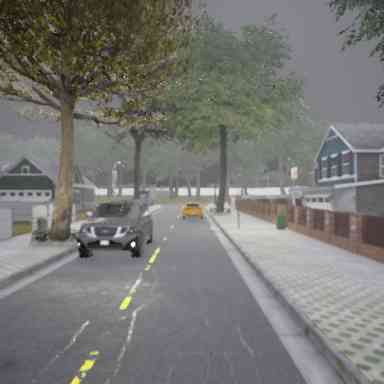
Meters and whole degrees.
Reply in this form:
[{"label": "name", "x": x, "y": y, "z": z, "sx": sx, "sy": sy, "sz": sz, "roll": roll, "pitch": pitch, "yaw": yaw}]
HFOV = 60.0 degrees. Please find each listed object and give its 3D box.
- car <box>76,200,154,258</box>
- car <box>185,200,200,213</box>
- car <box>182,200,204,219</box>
[{"label": "car", "x": -2.856, "y": 1.340, "z": 13.627, "sx": 2.150, "sy": 2.045, "sz": 5.566, "roll": 0, "pitch": -1, "yaw": 0}, {"label": "car", "x": 0.061, "y": 1.787, "z": 42.627, "sx": 1.812, "sy": 1.442, "sz": 4.674, "roll": 0, "pitch": 0, "yaw": 0}, {"label": "car", "x": 0.080, "y": 1.699, "z": 31.548, "sx": 1.882, "sy": 1.535, "sz": 5.008, "roll": 0, "pitch": 0, "yaw": 0}]
